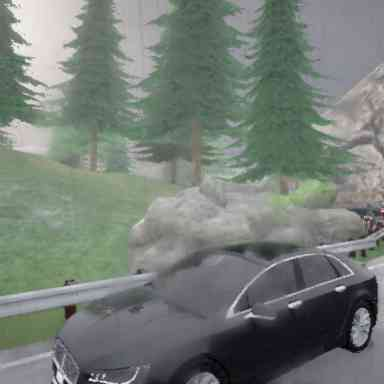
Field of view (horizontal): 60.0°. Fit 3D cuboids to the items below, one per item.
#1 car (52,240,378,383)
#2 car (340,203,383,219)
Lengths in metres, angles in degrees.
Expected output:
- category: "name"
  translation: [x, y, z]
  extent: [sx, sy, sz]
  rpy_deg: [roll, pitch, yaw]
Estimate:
- category: "car"
  translation: [0.719, 1.503, 4.568]
  extent: [4.892, 1.490, 1.837]
  rpy_deg: [0, 0, -36]
- category: "car"
  translation: [15.094, 1.575, 28.892]
  extent: [1.895, 1.301, 4.718]
  rpy_deg: [0, 0, -17]
